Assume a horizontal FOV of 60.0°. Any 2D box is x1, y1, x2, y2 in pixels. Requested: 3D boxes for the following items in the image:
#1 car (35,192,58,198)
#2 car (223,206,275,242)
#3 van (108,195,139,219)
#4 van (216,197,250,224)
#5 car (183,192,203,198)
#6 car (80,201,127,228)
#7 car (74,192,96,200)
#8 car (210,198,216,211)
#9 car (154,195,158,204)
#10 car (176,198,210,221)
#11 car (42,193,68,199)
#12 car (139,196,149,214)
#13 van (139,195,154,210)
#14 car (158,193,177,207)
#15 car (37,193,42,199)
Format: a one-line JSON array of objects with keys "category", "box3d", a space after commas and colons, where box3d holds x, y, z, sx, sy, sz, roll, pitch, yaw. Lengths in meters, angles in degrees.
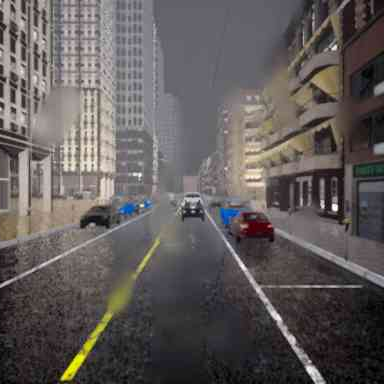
[{"category": "car", "box3d": [-32.370, 0.691, 74.175, 4.206, 1.307, 1.802, 1, -1, 0]}, {"category": "car", "box3d": [2.688, 1.515, 15.507, 1.802, 1.307, 4.206, 0, 0, 0]}, {"category": "van", "box3d": [-5.694, 1.228, 26.802, 1.690, 1.788, 3.998, 0, 0, 0]}, {"category": "van", "box3d": [2.687, 1.251, 21.154, 1.690, 1.788, 3.998, 0, 0, 0]}, {"category": "car", "box3d": [0.087, 1.060, 39.750, 2.150, 2.045, 5.566, 0, 0, 0]}, {"category": "car", "box3d": [-5.693, 1.476, 21.154, 1.947, 1.339, 4.313, 0, 0, 0]}, {"category": "car", "box3d": [-21.138, 0.809, 65.825, 4.097, 1.590, 1.967, 1, -1, 0]}, {"category": "car", "box3d": [2.686, 1.394, 38.100, 2.008, 1.369, 4.403, 0, 0, 0]}, {"category": "car", "box3d": [-5.697, 1.220, 55.045, 1.967, 1.590, 4.097, 0, 0, 0]}, {"category": "car", "box3d": [0.089, 1.437, 26.254, 2.033, 1.411, 5.357, 0, 0, 0]}, {"category": "car", "box3d": [-26.715, 0.843, 65.809, 4.206, 1.307, 1.802, 1, -1, 0]}, {"category": "car", "box3d": [-5.694, 1.416, 32.451, 2.008, 1.369, 4.403, 0, 0, 0]}, {"category": "van", "box3d": [-5.695, 1.184, 38.099, 1.690, 1.788, 3.998, 0, 0, 0]}, {"category": "car", "box3d": [-3.066, 1.307, 45.861, 2.128, 1.511, 4.902, 0, 0, 0]}, {"category": "car", "box3d": [-32.284, 0.469, 65.799, 5.009, 1.841, 2.192, 1, -1, 0]}]
